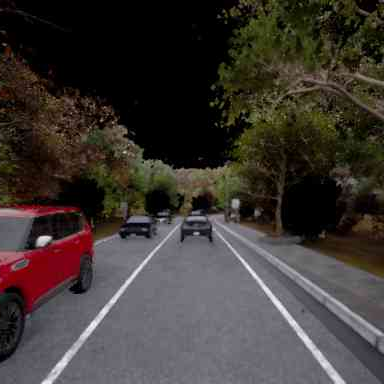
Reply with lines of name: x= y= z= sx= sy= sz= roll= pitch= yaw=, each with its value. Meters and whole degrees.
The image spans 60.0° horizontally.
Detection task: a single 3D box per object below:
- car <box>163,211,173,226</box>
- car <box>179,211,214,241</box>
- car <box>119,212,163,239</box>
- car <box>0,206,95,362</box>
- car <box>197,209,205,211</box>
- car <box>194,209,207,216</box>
car: x=-3.196 y=2.951 z=37.495 sx=2.128 sy=1.511 sz=4.902 roll=0 pitch=-3 yaw=1
car: x=0.264 y=2.138 z=20.571 sx=1.837 sy=1.490 sz=4.892 roll=0 pitch=-3 yaw=0
car: x=-3.386 y=2.243 z=22.003 sx=2.033 sy=1.411 sz=5.357 roll=0 pitch=-3 yaw=1
car: x=-3.552 y=1.300 z=6.331 sx=2.150 sy=2.045 sz=5.566 roll=0 pitch=-2 yaw=0
car: x=0.594 y=3.329 z=45.585 sx=1.882 sy=1.535 sz=5.008 roll=0 pitch=-3 yaw=2
car: x=2.033 y=4.776 z=78.873 sx=1.882 sy=1.535 sz=5.008 roll=1 pitch=-3 yaw=14
